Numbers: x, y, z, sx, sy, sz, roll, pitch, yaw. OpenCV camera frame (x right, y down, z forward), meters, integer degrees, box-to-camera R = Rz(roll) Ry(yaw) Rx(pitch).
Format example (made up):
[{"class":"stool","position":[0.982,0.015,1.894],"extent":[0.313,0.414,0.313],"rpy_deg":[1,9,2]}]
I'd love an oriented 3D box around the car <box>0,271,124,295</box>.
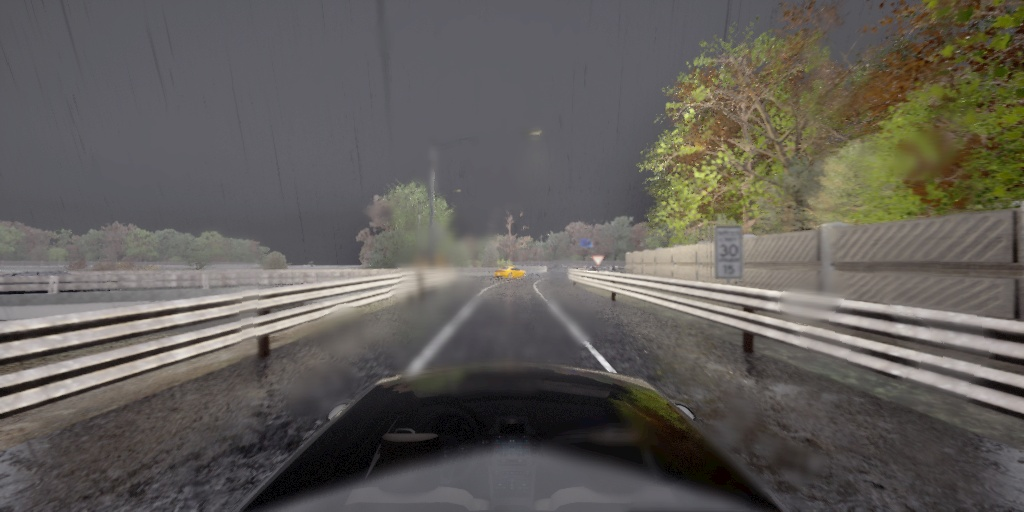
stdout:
[{"class":"car","position":[-24.388,1.488,18.838],"extent":[5.357,1.411,2.033],"rpy_deg":[1,-2,-36]}]

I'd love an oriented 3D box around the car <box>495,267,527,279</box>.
[{"class":"car","position":[-0.085,2.045,44.003],"extent":[1.882,1.535,5.008],"rpy_deg":[-1,-2,36]}]
